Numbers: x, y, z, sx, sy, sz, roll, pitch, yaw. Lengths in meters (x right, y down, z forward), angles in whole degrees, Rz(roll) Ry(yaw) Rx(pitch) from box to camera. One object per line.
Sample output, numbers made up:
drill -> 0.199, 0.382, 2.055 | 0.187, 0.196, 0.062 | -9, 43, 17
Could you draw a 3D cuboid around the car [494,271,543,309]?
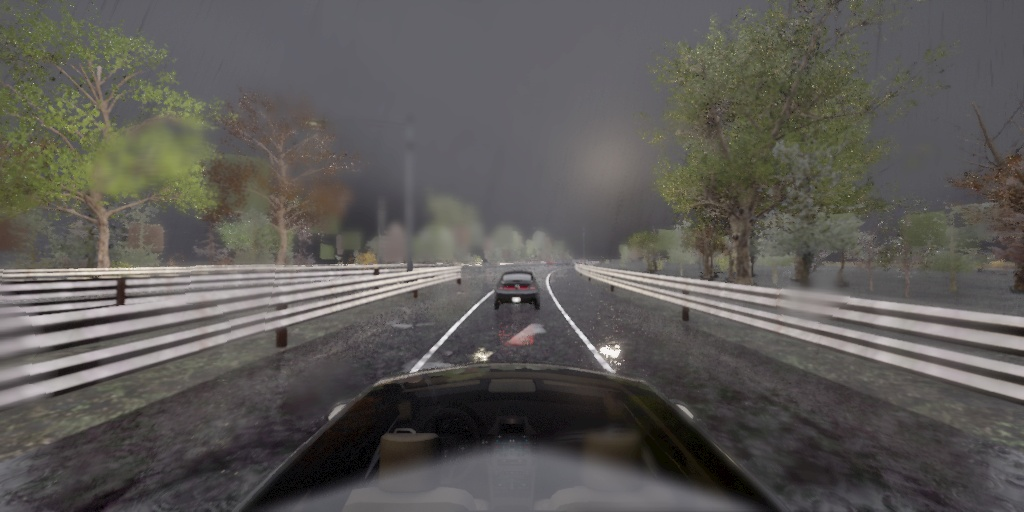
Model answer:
car -> 0.268, 1.382, 15.812 | 1.837, 1.490, 4.892 | 0, 0, 3
